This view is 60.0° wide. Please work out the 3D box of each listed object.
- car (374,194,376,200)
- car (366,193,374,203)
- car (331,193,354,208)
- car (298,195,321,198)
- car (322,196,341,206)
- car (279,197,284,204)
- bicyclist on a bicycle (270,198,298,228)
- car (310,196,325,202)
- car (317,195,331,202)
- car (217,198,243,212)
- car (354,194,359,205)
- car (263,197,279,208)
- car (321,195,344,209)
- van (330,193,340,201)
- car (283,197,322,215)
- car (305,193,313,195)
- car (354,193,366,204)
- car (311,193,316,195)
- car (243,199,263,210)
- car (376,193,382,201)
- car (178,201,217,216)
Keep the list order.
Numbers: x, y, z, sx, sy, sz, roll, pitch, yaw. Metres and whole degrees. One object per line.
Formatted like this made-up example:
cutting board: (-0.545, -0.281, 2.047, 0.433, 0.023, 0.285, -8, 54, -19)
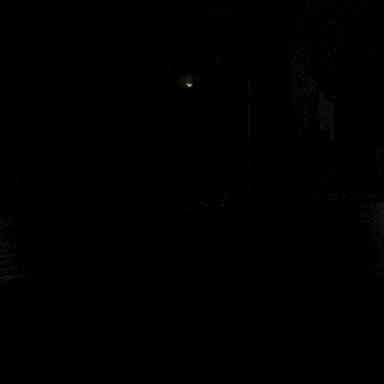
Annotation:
car: (36.331, 1.307, 68.874, 1.752, 1.417, 4.829, -1, 0, 35)
car: (33.024, 1.103, 64.100, 2.192, 1.841, 5.009, 0, 0, 35)
car: (20.184, 1.140, 45.556, 2.192, 1.841, 5.009, 0, 0, 35)
car: (14.130, 1.385, 41.323, 1.812, 1.442, 4.674, -1, 0, 35)
car: (22.388, 1.339, 53.257, 1.837, 1.490, 4.892, -1, 0, 35)
car: (13.180, 1.462, 50.414, 1.947, 1.339, 4.313, 0, 0, 35)
bicyclist on a bicycle: (5.087, 1.179, 18.546, 1.656, 1.620, 0.582, -1, 0, 35)
car: (26.022, 1.425, 68.960, 1.947, 1.339, 4.313, 0, 0, 35)
car: (29.232, 1.434, 73.595, 1.802, 1.307, 4.206, 0, 0, 35)
car: (3.548, 1.372, 36.503, 1.967, 1.590, 4.097, 0, 0, 35)
car: (23.395, 1.382, 50.190, 1.947, 1.339, 4.313, 0, 0, 35)
car: (9.873, 1.432, 45.636, 1.752, 1.417, 4.829, 0, 0, 35)
car: (16.975, 1.381, 40.919, 1.887, 1.381, 4.507, 0, 0, 35)
van: (35.650, 1.193, 82.870, 1.690, 1.788, 3.998, -1, 0, 35)
car: (10.555, 1.428, 31.646, 1.947, 1.339, 4.313, 0, 0, 35)
car: (19.601, 1.422, 59.687, 1.887, 1.381, 4.507, 0, 0, 35)
car: (26.603, 1.122, 54.827, 2.192, 1.841, 5.009, 0, 0, 35)
car: (22.810, 1.183, 64.324, 2.192, 1.841, 5.009, 0, 0, 35)
car: (6.760, 1.501, 41.140, 1.802, 1.307, 4.206, 0, 0, 35)
car: (42.654, 1.363, 78.006, 1.802, 1.307, 4.206, -1, 0, 35)
car: (0.339, 1.530, 31.867, 1.802, 1.307, 4.206, 0, 0, 35)
